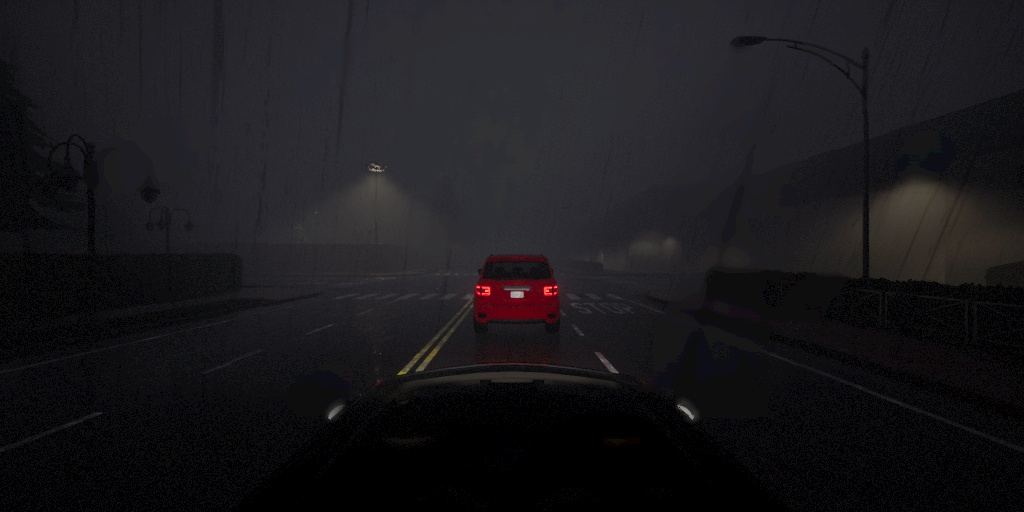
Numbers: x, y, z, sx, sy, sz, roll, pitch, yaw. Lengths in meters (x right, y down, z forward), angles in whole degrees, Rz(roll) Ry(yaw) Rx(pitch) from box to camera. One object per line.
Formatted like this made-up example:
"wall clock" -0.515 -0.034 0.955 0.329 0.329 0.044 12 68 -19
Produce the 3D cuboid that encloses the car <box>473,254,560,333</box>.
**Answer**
"car" 0.122 0.971 10.828 2.150 2.045 5.566 0 0 0

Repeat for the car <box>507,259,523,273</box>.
"car" 0.356 1.228 45.579 1.882 1.535 5.008 0 0 1
